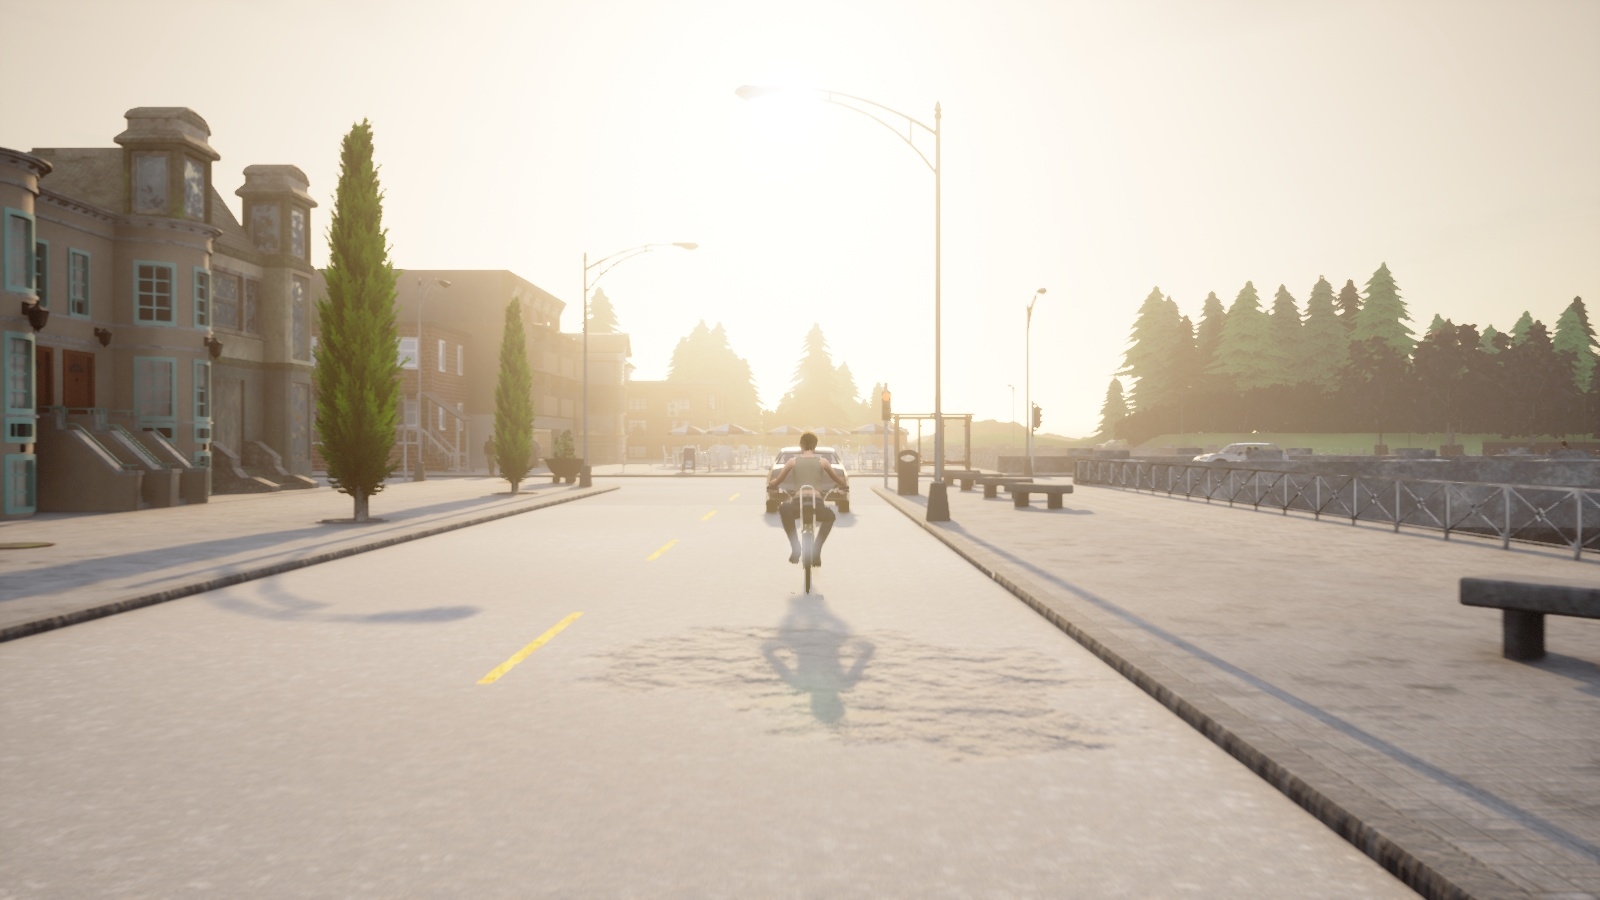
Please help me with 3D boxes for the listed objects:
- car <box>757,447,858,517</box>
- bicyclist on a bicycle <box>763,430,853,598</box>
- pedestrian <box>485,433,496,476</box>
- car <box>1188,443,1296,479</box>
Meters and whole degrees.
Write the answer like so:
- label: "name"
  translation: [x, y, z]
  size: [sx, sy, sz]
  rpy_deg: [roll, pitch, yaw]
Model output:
- label: "car"
  translation: [0.170, 0.636, 28.108]
  size: [2.033, 1.411, 5.357]
  rpy_deg: [0, 0, 0]
- label: "bicyclist on a bicycle"
  translation: [0.082, 0.611, 12.838]
  size: [0.866, 1.612, 1.509]
  rpy_deg: [0, 0, 1]
- label: "pedestrian"
  translation: [-13.105, 0.181, 53.243]
  size: [0.431, 1.840, 0.703]
  rpy_deg: [0, 0, -16]
- label: "car"
  translation: [18.362, 0.432, 52.321]
  size: [3.806, 1.475, 1.970]
  rpy_deg: [0, 0, 0]
